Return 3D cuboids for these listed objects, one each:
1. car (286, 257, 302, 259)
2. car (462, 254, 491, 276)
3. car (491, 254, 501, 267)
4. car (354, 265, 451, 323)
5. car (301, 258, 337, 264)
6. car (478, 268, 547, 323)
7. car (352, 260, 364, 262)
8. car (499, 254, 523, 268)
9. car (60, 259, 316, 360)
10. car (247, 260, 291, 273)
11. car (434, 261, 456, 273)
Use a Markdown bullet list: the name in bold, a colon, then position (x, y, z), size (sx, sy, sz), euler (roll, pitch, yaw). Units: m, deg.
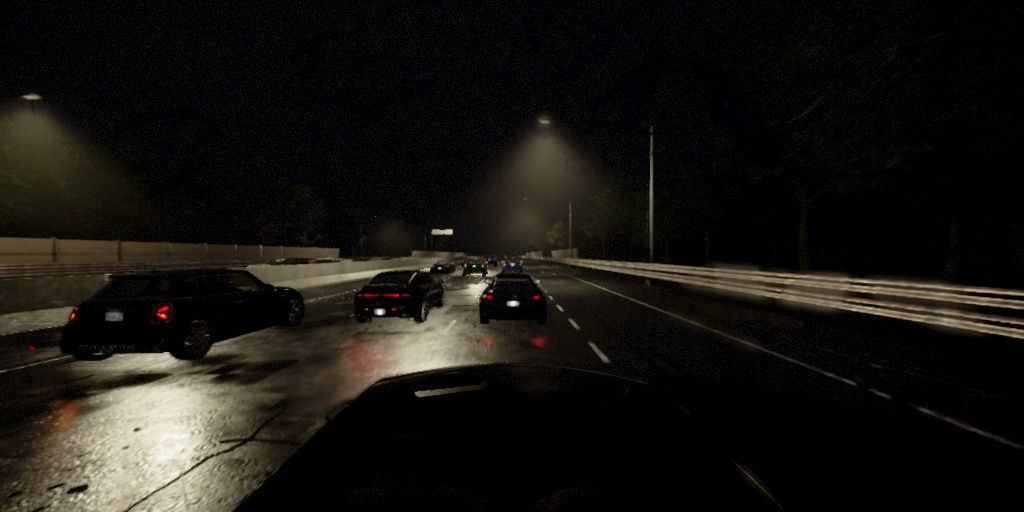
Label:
- **car**: position (-24.518, 0.936, 40.154), size (2.097, 1.767, 4.553), euler (0, 0, 0)
- **car**: position (-3.450, 0.940, 34.724), size (2.097, 1.767, 4.553), euler (0, 0, 0)
- **car**: position (-3.454, 0.715, 58.619), size (2.150, 2.045, 5.566), euler (0, 0, 0)
- **car**: position (-3.468, 1.204, 11.842), size (1.837, 1.490, 4.892), euler (0, 0, 0)
- **car**: position (-21.022, 1.107, 40.042), size (1.812, 1.442, 4.674), euler (0, 0, 0)
- **car**: position (0.033, 1.258, 11.811), size (1.994, 1.385, 4.181), euler (0, 0, 0)
- **car**: position (-17.521, 1.139, 40.669), size (1.994, 1.385, 4.181), euler (0, 0, 0)
- **car**: position (0.051, 0.926, 37.248), size (2.097, 1.767, 4.553), euler (0, 0, 0)
- **car**: position (-6.975, 1.070, 8.415), size (2.097, 1.767, 4.553), euler (0, 0, 0)
- **car**: position (-28.002, 1.182, 41.502), size (1.895, 1.301, 4.718), euler (0, 0, 1)
- **car**: position (-6.951, 1.148, 36.495), size (1.994, 1.385, 4.181), euler (0, 0, 0)
